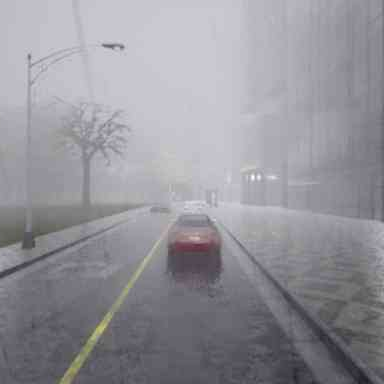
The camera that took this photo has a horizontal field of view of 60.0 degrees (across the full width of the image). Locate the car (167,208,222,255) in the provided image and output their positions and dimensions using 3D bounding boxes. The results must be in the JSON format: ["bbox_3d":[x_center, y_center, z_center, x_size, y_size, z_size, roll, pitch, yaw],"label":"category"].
[{"bbox_3d":[0.093,1.571,13.433,1.994,1.385,4.181,0,0,0],"label":"car"}]

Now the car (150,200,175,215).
[{"bbox_3d":[-3.101,1.633,33.995,1.895,1.301,4.718,0,0,0],"label":"car"}]

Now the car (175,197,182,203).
[{"bbox_3d":[-3.008,1.861,74.480,1.812,1.442,4.674,0,-1,0],"label":"car"}]

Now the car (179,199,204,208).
[{"bbox_3d":[0.092,1.544,29.251,1.812,1.442,4.674,0,0,0],"label":"car"}]
